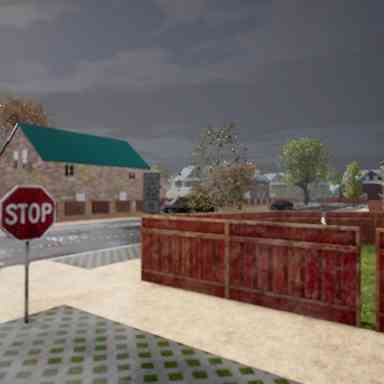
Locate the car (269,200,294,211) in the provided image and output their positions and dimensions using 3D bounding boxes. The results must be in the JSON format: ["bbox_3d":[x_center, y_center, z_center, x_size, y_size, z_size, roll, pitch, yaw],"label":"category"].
[{"bbox_3d":[11.454,1.771,42.305,1.882,1.535,5.008,1,0,35],"label":"car"}]

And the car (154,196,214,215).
[{"bbox_3d":[-0.426,1.348,25.177,2.150,2.045,5.566,1,0,35],"label":"car"}]
